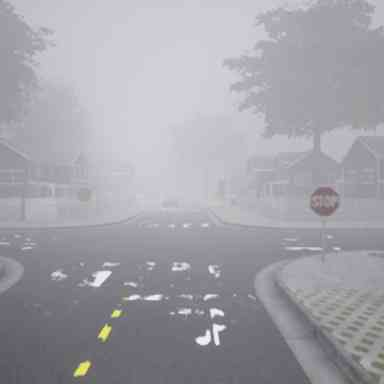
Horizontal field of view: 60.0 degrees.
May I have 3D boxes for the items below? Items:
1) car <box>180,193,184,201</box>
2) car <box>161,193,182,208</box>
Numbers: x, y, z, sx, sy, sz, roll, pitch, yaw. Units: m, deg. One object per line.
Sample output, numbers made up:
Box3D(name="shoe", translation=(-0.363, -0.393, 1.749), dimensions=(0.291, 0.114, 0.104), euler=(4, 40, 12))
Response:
Box3D(name="car", translation=(-2.570, 0.909, 65.367), dimensions=(1.882, 1.535, 5.008), euler=(0, 1, 0))
Box3D(name="car", translation=(-2.637, 1.239, 41.276), dimensions=(1.994, 1.385, 4.181), euler=(0, 1, 0))
